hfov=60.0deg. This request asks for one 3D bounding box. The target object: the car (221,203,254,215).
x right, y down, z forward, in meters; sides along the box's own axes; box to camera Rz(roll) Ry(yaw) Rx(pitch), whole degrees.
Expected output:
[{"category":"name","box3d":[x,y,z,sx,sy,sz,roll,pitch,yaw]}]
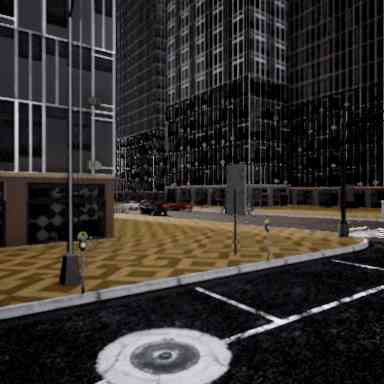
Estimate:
[{"category":"car","box3d":[5.189,1.898,38.167,2.008,1.369,4.403,-1,0,-36]}]

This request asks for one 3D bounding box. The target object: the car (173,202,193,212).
[{"category":"car","box3d":[-1.488,2.082,47.278,1.802,1.307,4.206,-1,0,-36]}]

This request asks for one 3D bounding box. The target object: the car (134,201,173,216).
[{"category":"car","box3d":[-4.462,2.005,38.062,1.947,1.339,4.313,-1,0,-36]}]

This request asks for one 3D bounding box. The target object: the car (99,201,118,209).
[{"category":"car","box3d":[-15.700,2.354,62.561,1.994,1.385,4.181,0,-1,-36]}]

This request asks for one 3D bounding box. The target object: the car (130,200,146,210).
[{"category":"car","box3d":[-9.832,2.178,54.562,1.812,1.442,4.674,0,-1,-36]}]

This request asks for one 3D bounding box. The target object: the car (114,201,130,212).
[{"category":"car","box3d":[-11.041,2.116,47.036,1.752,1.417,4.829,-1,0,-36]}]
